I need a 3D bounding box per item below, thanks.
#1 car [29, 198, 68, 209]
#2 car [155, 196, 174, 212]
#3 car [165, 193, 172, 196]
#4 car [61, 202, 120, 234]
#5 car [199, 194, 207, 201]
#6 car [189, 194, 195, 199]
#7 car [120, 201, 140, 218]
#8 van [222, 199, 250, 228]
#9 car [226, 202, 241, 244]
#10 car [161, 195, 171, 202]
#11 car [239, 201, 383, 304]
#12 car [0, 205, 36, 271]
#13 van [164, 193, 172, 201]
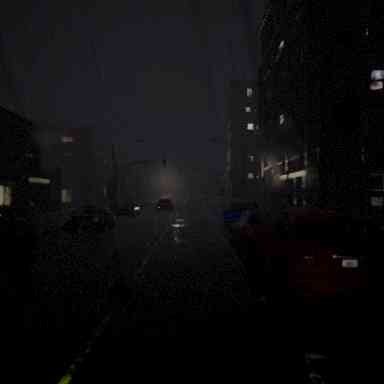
[{"bbox_3d":[-19.317,1.546,44.969,4.507,1.381,1.887,0,-1,1],"label":"car"},{"bbox_3d":[-3.015,1.500,37.406,1.837,1.490,4.892,0,0,0],"label":"car"},{"bbox_3d":[-5.778,1.442,67.675,1.887,1.381,4.507,1,0,0],"label":"car"},{"bbox_3d":[-5.682,1.412,18.906,1.967,1.590,4.097,1,0,0],"label":"car"},{"bbox_3d":[2.676,1.320,79.108,1.967,1.590,4.097,1,0,0],"label":"car"},{"bbox_3d":[-0.034,1.268,91.603,2.033,1.411,5.357,0,0,0],"label":"car"},{"bbox_3d":[-5.689,1.507,29.720,2.008,1.369,4.403,1,0,0],"label":"car"},{"bbox_3d":[2.700,1.313,18.901,1.690,1.788,3.998,1,0,0],"label":"van"},{"bbox_3d":[2.700,1.420,13.494,1.967,1.590,4.097,1,0,0],"label":"car"},{"bbox_3d":[-5.704,1.433,73.357,1.887,1.381,4.507,1,0,0],"label":"car"},{"bbox_3d":[2.704,1.303,8.086,2.192,1.841,5.009,1,0,0],"label":"car"},{"bbox_3d":[-5.675,1.303,8.091,2.192,1.841,5.009,1,0,0],"label":"car"},{"bbox_3d":[-5.702,1.221,79.044,1.690,1.788,3.998,1,0,0],"label":"van"}]
